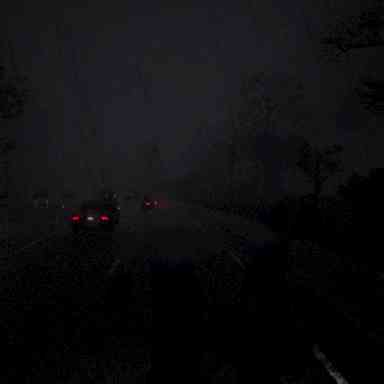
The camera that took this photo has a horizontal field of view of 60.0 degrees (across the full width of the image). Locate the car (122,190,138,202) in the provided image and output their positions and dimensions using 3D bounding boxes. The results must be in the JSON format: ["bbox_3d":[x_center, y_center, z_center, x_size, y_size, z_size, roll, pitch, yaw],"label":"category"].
[{"bbox_3d":[-7.562,0.454,41.620,2.128,1.511,4.902,0,2,-20],"label":"car"}]

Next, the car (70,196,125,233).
[{"bbox_3d":[-4.730,1.128,16.738,2.033,1.411,5.357,0,1,-8],"label":"car"}]

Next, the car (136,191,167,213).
[{"bbox_3d":[-3.214,0.863,27.339,2.033,1.411,5.357,0,1,-12],"label":"car"}]

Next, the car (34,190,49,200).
[{"bbox_3d":[-21.867,0.380,48.200,1.895,1.301,4.718,-1,2,-26],"label":"car"}]

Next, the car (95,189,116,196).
[{"bbox_3d":[-9.314,0.451,36.016,2.097,1.767,4.553,0,1,-17],"label":"car"}]

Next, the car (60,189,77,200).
[{"bbox_3d":[-17.923,0.317,48.005,1.812,1.442,4.674,-1,2,-25],"label":"car"}]
